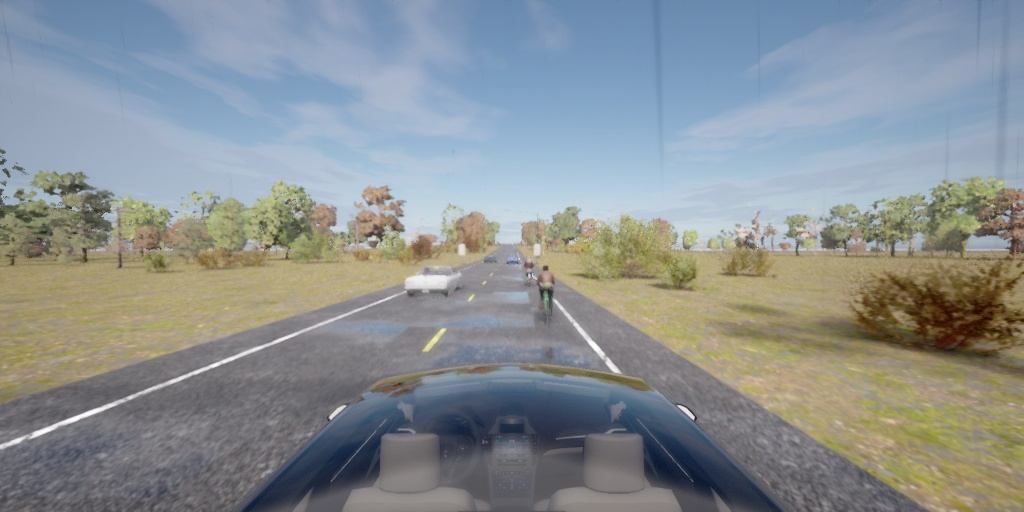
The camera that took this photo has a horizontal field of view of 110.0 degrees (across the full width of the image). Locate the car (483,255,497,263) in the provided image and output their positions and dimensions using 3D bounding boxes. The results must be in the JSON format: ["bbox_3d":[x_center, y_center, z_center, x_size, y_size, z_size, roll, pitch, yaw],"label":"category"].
[{"bbox_3d":[-3.545,0.495,58.823,1.994,1.385,4.181,0,1,1],"label":"car"}]

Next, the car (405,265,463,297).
[{"bbox_3d":[-3.598,1.130,17.145,1.895,1.301,4.718,0,1,0],"label":"car"}]

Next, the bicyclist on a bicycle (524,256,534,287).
[{"bbox_3d":[0.962,0.853,20.367,0.659,1.776,1.843,0,1,0],"label":"bicyclist on a bicycle"}]

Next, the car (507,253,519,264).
[{"bbox_3d":[0.092,0.519,56.050,2.033,1.411,5.357,0,1,0],"label":"car"}]

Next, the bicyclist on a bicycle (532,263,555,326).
[{"bbox_3d":[0.962,1.083,10.084,0.582,1.620,1.656,0,0,0],"label":"bicyclist on a bicycle"}]
